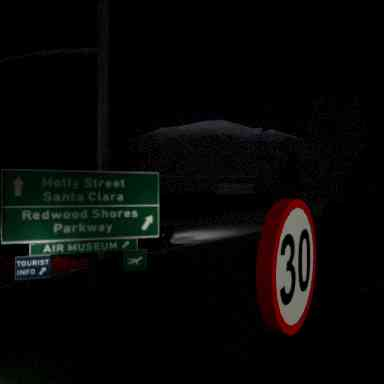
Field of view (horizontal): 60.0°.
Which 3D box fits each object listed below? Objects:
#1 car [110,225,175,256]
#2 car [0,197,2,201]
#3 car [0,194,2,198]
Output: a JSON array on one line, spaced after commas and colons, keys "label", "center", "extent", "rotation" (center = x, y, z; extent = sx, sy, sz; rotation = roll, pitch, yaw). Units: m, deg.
[{"label": "car", "center": [-2.829, 1.792, 14.360], "extent": [1.895, 1.301, 4.718], "rotation": [0, 0, 36]}, {"label": "car", "center": [-12.447, 1.504, 26.027], "extent": [1.905, 1.878, 3.866], "rotation": [0, 0, 35]}, {"label": "car", "center": [-38.770, 1.489, 69.898], "extent": [4.514, 1.523, 2.007], "rotation": [0, 0, 35]}]
